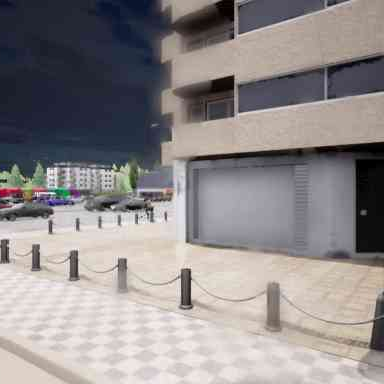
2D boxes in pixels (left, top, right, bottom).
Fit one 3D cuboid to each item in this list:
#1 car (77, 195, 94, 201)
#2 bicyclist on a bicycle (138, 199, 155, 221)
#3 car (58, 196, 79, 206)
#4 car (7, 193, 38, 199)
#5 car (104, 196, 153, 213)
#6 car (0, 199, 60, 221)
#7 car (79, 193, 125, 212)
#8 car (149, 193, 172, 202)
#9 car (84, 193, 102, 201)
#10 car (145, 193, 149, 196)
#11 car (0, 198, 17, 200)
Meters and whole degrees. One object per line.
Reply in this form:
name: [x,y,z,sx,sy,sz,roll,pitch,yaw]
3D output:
car: [-26.936,1.451,84.185,1.970,1.475,3.806,0,0,35]
bicyclist on a bicycle: [-3.281,1.356,24.068,1.656,1.620,0.582,0,0,35]
car: [-20.790,1.451,58.514,1.970,1.475,3.806,0,0,35]
car: [-34.653,1.209,68.176,1.932,1.855,4.605,0,0,35]
car: [-7.108,1.547,37.752,2.128,1.511,4.902,0,0,35]
car: [-13.964,1.581,27.923,1.812,1.442,4.674,0,0,35]
car: [-10.092,1.277,39.595,2.150,2.045,5.566,0,0,35]
car: [-6.181,1.209,69.520,1.932,1.855,4.605,0,0,35]
car: [-24.576,1.211,82.508,1.905,1.878,3.866,0,0,35]
car: [-8.515,1.211,71.232,1.905,1.878,3.866,0,0,35]
car: [-17.972,1.533,28.334,1.882,1.535,5.008,0,0,35]
